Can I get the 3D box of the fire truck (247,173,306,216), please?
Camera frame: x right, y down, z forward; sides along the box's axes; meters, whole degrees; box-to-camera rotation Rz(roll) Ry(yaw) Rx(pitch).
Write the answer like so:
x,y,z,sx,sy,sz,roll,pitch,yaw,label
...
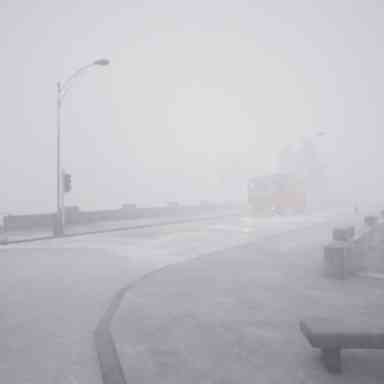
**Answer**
x,y,z,sx,sy,sz,roll,pitch,yaw,label
8.526,0.211,32.656,2.891,3.827,8.468,0,0,36,fire truck
